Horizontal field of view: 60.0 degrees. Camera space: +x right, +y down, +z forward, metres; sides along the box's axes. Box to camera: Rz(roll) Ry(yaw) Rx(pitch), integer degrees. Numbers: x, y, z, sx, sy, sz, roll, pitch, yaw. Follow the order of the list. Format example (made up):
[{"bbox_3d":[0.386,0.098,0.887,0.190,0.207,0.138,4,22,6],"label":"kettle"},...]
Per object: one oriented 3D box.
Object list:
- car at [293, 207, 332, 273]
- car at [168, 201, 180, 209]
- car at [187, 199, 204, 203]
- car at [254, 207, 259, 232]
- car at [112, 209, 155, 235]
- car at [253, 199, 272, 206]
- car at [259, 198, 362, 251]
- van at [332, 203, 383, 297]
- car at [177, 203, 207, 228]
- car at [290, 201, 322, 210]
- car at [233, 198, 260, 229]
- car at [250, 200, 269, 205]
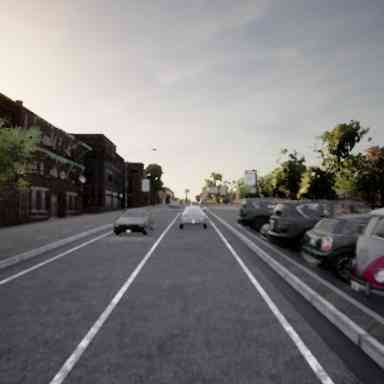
[{"bbox_3d":[5.562,1.419,9.470,4.553,1.767,2.185,0,0,0],"label":"car"},{"bbox_3d":[-3.291,2.433,62.676,1.837,1.490,4.892,0,-1,1],"label":"car"},{"bbox_3d":[0.095,1.892,41.059,2.097,1.767,4.553,0,-1,0],"label":"car"},{"bbox_3d":[5.598,1.598,15.075,4.892,1.521,2.231,0,-1,0],"label":"car"},{"bbox_3d":[-3.353,1.727,20.213,2.033,1.411,5.357,0,-1,0],"label":"car"},{"bbox_3d":[18.745,2.716,88.748,4.553,1.767,2.185,0,-1,0],"label":"car"},{"bbox_3d":[5.621,1.319,12.272,5.566,2.045,2.435,0,-1,0],"label":"car"},{"bbox_3d":[5.480,1.296,6.667,4.442,1.987,1.878,0,0,0],"label":"van"},{"bbox_3d":[0.093,1.766,24.306,1.812,1.442,4.674,0,-1,0],"label":"car"},{"bbox_3d":[18.692,2.279,54.716,4.674,1.452,2.002,0,-1,0],"label":"car"},{"bbox_3d":[5.622,1.412,20.682,5.566,2.045,2.435,0,-1,0],"label":"car"},{"bbox_3d":[18.674,2.939,91.914,4.674,1.452,2.002,0,-1,0],"label":"car"}]
